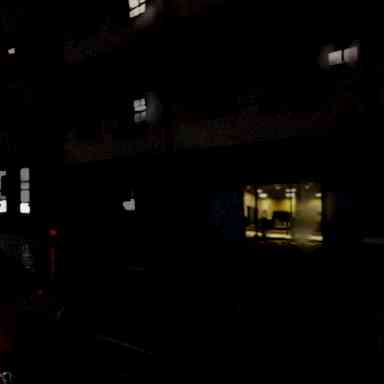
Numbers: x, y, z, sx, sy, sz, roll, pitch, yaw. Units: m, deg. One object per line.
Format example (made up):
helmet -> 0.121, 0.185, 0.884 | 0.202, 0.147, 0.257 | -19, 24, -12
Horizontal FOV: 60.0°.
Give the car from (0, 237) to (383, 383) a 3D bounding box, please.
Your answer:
car -> 0.314, 1.319, 2.674 | 5.009, 1.841, 2.192 | 0, -1, 36
